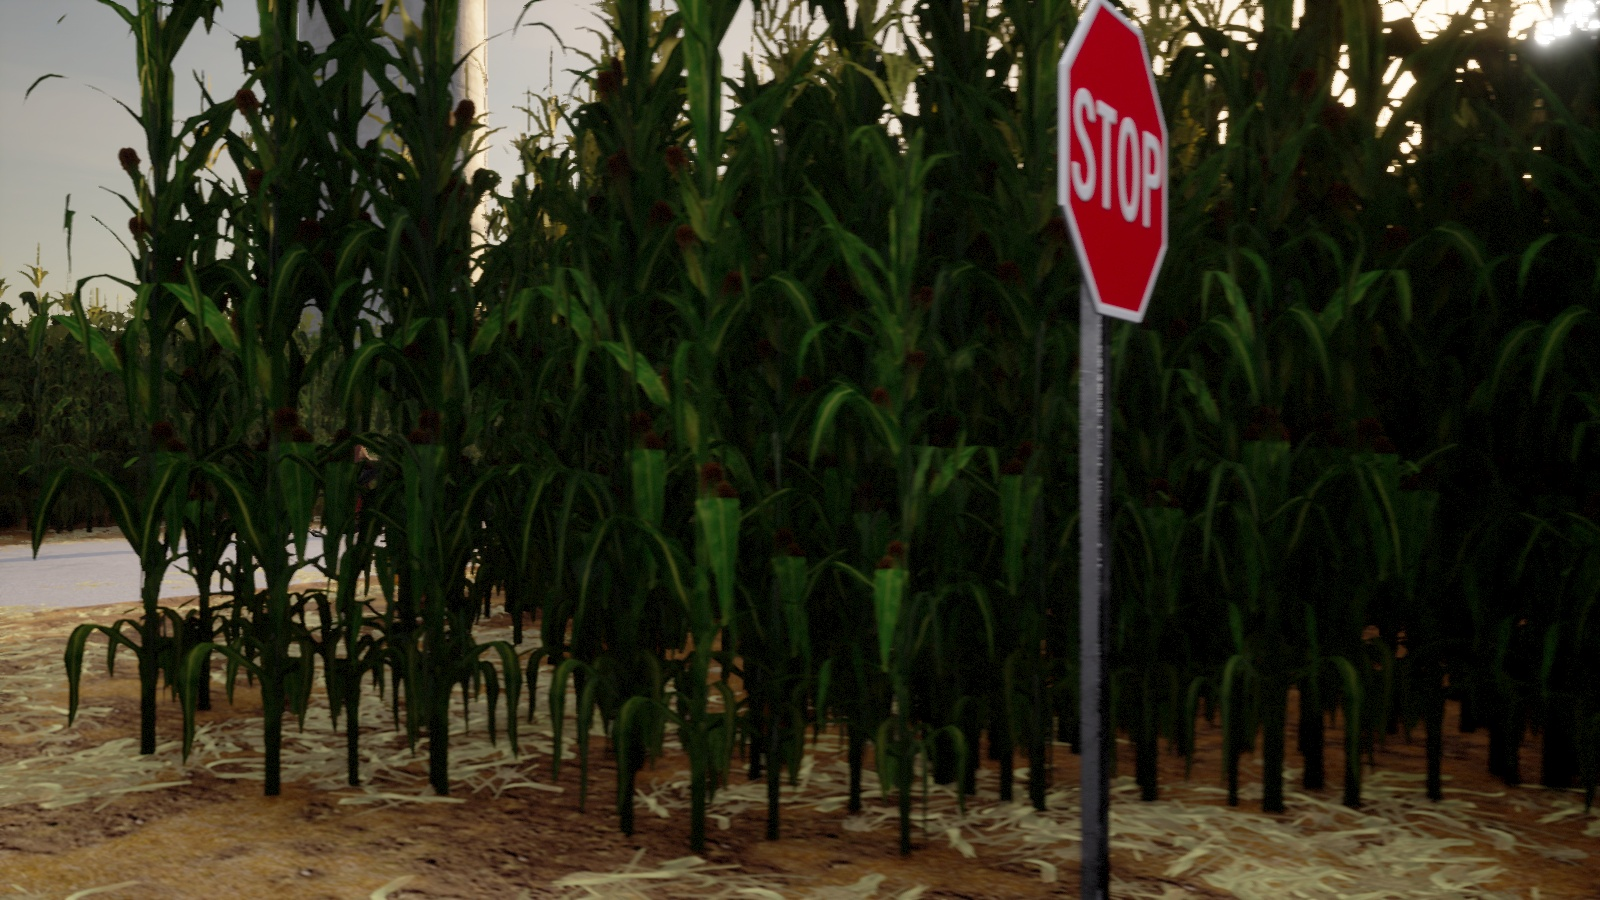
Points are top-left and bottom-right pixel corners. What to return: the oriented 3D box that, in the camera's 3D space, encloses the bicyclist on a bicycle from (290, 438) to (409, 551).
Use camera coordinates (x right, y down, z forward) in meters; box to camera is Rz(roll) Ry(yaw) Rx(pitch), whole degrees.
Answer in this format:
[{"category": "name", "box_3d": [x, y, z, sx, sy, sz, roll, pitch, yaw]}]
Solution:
[{"category": "bicyclist on a bicycle", "box_3d": [-6.806, 0.641, 19.054, 0.582, 1.620, 1.656, -1, 0, 33]}]
